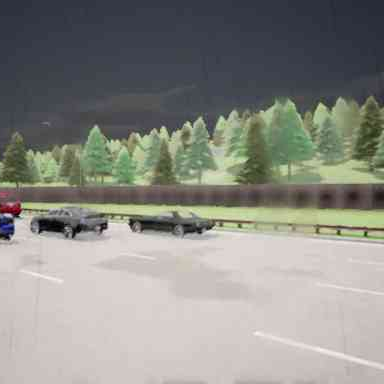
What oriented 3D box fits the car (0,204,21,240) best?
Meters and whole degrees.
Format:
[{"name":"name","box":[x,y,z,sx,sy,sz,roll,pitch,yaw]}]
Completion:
[{"name":"car","box":[-10.325,1.484,15.698,5.008,1.535,1.882,0,0,36]}]

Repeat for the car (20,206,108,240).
[{"name":"car","box":[-6.449,1.499,17.227,4.902,1.511,2.128,0,0,36]}]

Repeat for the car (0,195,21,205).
[{"name":"car","box":[-17.203,1.236,29.239,5.566,2.045,2.150,0,0,36]}]

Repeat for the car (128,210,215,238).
[{"name":"car","box":[-1.221,1.608,17.784,4.718,1.301,1.895,0,0,36]}]
